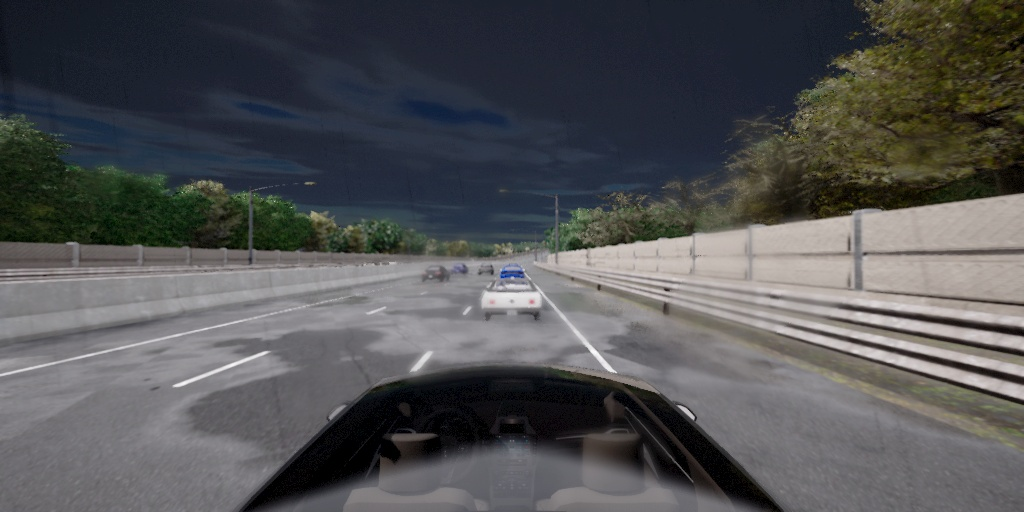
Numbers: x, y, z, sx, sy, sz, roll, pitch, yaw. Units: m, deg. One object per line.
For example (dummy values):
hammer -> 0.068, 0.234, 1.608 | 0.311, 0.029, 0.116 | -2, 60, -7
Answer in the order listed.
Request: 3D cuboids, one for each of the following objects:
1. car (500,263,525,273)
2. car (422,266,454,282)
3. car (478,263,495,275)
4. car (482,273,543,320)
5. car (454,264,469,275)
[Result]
car -> 0.042, 1.498, 29.069 | 1.882, 1.535, 5.008 | 0, 0, 0
car -> -6.850, 1.580, 32.543 | 1.812, 1.442, 4.674 | 0, -1, 0
car -> -3.328, 1.686, 47.180 | 2.128, 1.511, 4.902 | 0, 0, 0
car -> 0.016, 1.464, 13.150 | 1.895, 1.301, 4.718 | 0, -1, 0
car -> -6.812, 1.720, 47.211 | 1.812, 1.442, 4.674 | 0, 0, 1
